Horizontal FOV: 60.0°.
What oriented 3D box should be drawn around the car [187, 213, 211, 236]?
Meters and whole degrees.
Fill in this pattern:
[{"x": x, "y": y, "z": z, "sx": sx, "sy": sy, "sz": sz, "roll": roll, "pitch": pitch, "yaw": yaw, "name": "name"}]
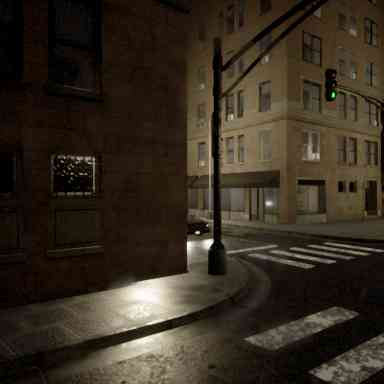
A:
[{"x": -1.278, "y": 1.515, "z": 17.773, "sx": 2.033, "sy": 1.411, "sz": 5.357, "roll": 0, "pitch": 0, "yaw": -36, "name": "car"}]
